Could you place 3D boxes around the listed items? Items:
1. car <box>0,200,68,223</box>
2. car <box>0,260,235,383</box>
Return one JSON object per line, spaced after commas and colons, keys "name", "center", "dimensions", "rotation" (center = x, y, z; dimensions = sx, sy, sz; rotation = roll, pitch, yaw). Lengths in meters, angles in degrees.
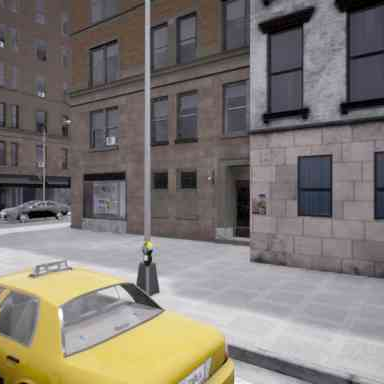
{"name": "car", "center": [-11.718, 1.402, 25.039], "dimensions": [2.128, 1.511, 4.902], "rotation": [0, 0, 32]}
{"name": "car", "center": [-1.882, 1.525, 4.087], "dimensions": [4.829, 1.417, 1.752], "rotation": [0, 0, 34]}
